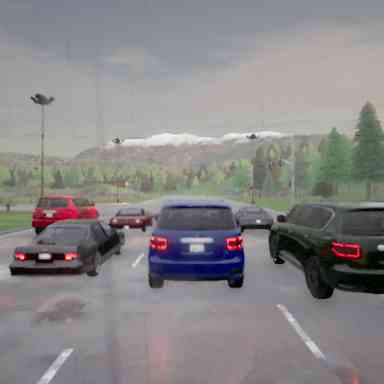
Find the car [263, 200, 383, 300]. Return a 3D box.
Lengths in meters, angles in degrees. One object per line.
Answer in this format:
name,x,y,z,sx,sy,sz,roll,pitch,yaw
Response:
car,3.592,1.216,8.539,2.150,2.045,5.566,0,0,0

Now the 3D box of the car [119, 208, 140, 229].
car,-3.430,1.586,19.850,1.895,1.301,4.718,0,0,1

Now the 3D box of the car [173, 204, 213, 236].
car,0.071,1.533,19.517,2.033,1.411,5.357,0,0,0

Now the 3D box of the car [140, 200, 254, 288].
car,0.083,1.215,9.330,2.150,2.045,5.566,0,0,0

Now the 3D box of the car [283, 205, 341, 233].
car,7.074,1.549,20.088,1.994,1.385,4.181,0,0,0

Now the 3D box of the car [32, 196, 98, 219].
car,-6.922,1.208,18.782,2.150,2.045,5.566,0,0,0

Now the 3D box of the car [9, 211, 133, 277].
car,-3.408,1.540,10.201,2.033,1.411,5.357,0,0,0

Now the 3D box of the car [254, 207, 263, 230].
car,3.570,1.549,19.877,1.994,1.385,4.181,0,0,0
